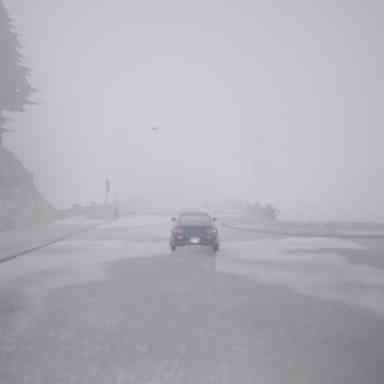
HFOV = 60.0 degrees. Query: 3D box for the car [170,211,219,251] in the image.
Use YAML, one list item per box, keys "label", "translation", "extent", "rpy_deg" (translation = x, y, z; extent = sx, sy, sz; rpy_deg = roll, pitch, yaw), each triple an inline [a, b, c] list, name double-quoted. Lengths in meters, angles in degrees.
- label: "car"
  translation: [0.100, 1.518, 13.984]
  extent: [1.812, 1.442, 4.674]
  rpy_deg: [0, 0, 0]
